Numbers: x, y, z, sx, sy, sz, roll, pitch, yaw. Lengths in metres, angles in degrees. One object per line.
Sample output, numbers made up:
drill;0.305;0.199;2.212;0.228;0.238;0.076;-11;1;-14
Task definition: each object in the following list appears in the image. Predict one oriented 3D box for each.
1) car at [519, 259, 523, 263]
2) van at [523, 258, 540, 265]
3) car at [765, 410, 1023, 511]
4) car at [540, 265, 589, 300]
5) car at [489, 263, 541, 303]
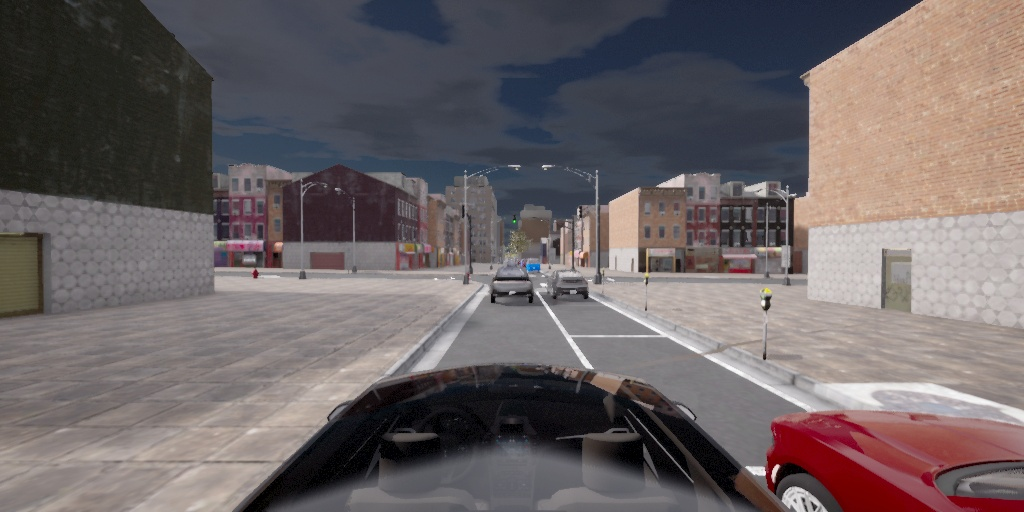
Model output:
car;2.637;1.228;55.118;2.192;1.841;5.009;0;0;0
van;2.637;1.194;44.537;1.690;1.789;3.998;0;0;0
car;2.637;1.293;0.707;1.888;1.381;4.507;0;0;0
car;2.637;1.309;17.582;2.007;1.370;4.403;0;0;0
car;0.000;1.253;16.505;2.128;1.511;4.902;0;0;0
